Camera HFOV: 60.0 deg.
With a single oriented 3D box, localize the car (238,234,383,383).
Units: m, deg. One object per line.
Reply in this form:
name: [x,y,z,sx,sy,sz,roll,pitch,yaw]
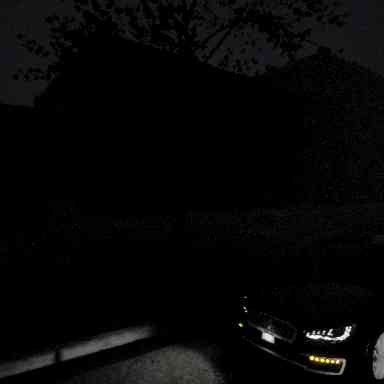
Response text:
car: [2.898,1.519,5.449,4.892,1.490,1.837,0,0,-36]
